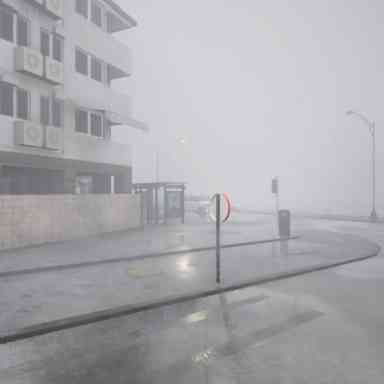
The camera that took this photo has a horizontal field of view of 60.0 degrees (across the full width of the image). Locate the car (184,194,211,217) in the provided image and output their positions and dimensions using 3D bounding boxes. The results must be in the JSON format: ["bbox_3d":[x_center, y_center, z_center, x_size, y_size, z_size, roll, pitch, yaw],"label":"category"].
[{"bbox_3d":[0.652,1.221,31.642,2.150,2.045,5.566,0,0,-35],"label":"car"}]
